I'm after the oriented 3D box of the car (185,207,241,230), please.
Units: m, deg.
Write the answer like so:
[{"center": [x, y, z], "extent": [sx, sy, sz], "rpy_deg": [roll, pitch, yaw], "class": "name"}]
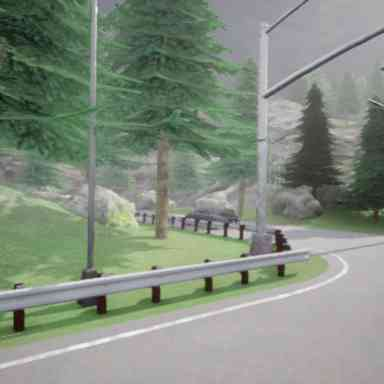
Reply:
[{"center": [1.345, 1.738, 22.499], "extent": [1.994, 1.385, 4.181], "rpy_deg": [1, -1, -38], "class": "car"}]
